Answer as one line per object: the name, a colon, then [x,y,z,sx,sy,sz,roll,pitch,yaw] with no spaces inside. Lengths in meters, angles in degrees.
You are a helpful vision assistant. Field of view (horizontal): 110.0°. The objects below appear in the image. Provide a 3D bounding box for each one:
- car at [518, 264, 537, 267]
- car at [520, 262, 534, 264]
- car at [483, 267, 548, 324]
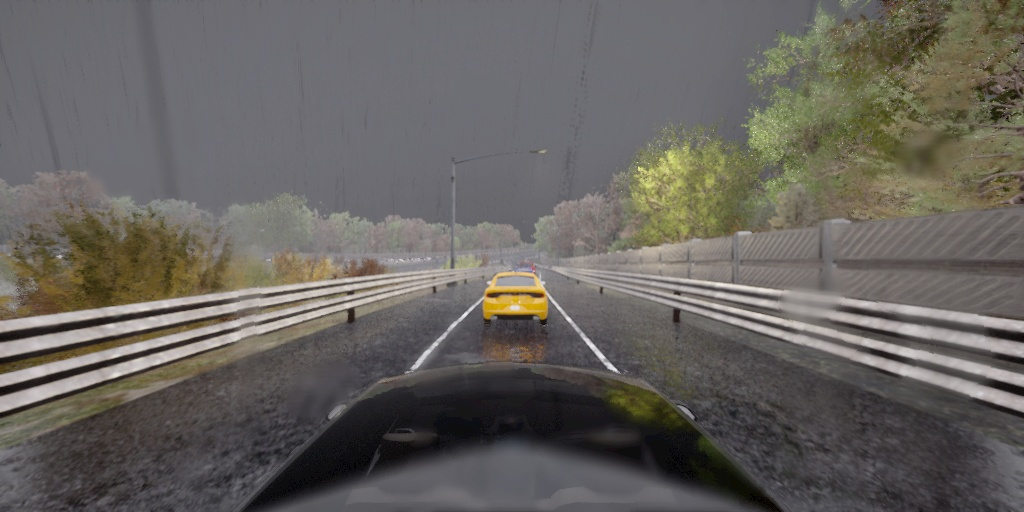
car: [1.076,1.747,32.838,1.882,1.535,5.008,0,-1,3]
car: [1.931,1.777,45.234,2.150,2.045,5.566,0,-2,5]
car: [0.135,1.288,12.268,1.882,1.535,5.008,0,-1,1]
